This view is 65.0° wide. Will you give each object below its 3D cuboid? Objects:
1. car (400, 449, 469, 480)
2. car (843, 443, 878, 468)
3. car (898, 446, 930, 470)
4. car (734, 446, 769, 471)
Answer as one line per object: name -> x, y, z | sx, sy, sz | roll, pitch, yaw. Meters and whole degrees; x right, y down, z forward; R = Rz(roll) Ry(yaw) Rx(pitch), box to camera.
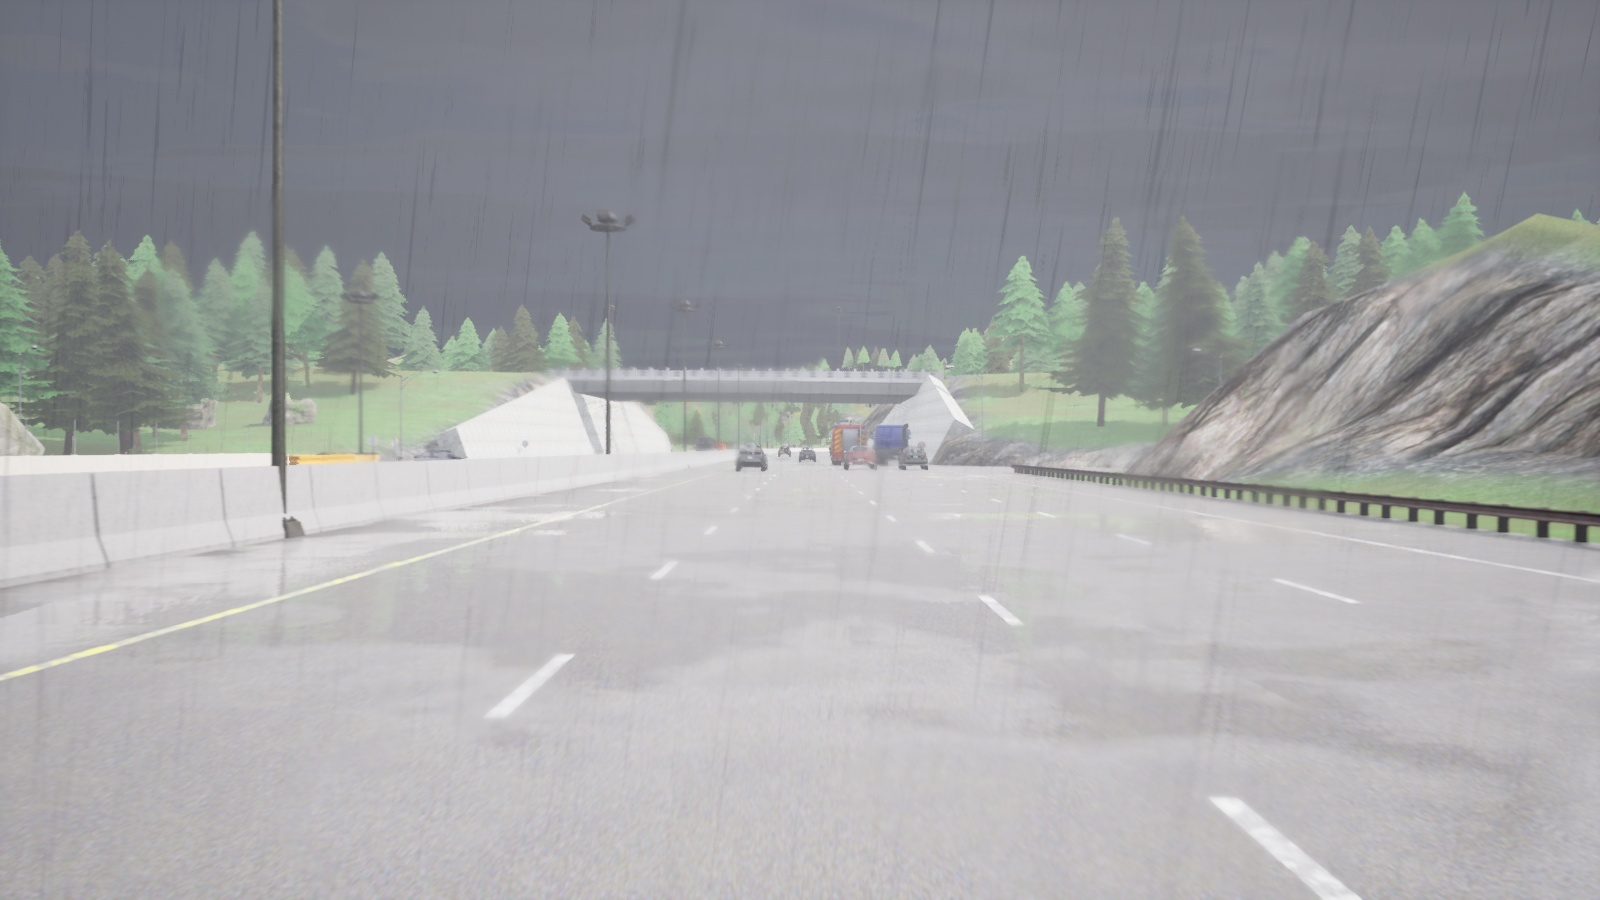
car -> -17.145, 0.666, 59.054 | 1.994, 1.385, 4.181 | 0, 0, 0
car -> 4.000, 0.342, 83.989 | 2.152, 1.651, 5.027 | 0, 0, 0
car -> 7.494, 0.547, 83.019 | 1.789, 1.549, 3.705 | 0, 0, 0
car -> -3.030, 0.516, 78.961 | 2.007, 1.525, 4.514 | 0, 0, 0
